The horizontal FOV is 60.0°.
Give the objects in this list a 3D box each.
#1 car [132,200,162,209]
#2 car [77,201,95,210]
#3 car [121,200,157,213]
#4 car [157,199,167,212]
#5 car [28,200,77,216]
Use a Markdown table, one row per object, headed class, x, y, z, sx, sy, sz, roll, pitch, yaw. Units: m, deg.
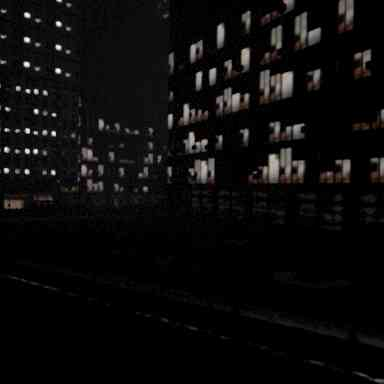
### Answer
| class | x | y | z | sx | sy | sz | roll | pitch | yaw |
| --- | --- | --- | --- | --- | --- | --- | --- | --- | --- |
| car | -7.542 | 2.088 | 55.947 | 4.829 | 1.417 | 1.752 | 0 | 1 | -34 |
| car | -16.756 | 2.053 | 49.637 | 4.403 | 1.369 | 2.008 | 0 | 1 | -34 |
| car | -7.628 | 2.225 | 46.339 | 4.507 | 1.381 | 1.887 | 0 | 1 | -34 |
| car | -2.947 | 2.026 | 49.539 | 5.009 | 1.841 | 2.192 | 0 | 1 | -34 |
| car | -16.978 | 1.934 | 39.930 | 5.009 | 1.841 | 2.192 | 0 | 1 | -34 |
